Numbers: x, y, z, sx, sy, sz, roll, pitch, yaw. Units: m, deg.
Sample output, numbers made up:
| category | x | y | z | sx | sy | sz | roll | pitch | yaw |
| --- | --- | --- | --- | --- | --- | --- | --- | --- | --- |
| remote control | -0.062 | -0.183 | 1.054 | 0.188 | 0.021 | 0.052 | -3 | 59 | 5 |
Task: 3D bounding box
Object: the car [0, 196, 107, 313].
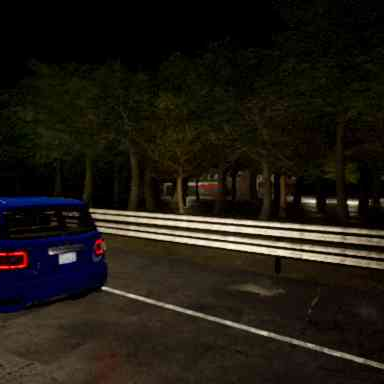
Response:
| category | x | y | z | sx | sy | sz | roll | pitch | yaw |
| --- | --- | --- | --- | --- | --- | --- | --- | --- | --- |
| car | -4.152 | 1.096 | 6.835 | 5.566 | 2.045 | 2.150 | 1 | 1 | 36 |
